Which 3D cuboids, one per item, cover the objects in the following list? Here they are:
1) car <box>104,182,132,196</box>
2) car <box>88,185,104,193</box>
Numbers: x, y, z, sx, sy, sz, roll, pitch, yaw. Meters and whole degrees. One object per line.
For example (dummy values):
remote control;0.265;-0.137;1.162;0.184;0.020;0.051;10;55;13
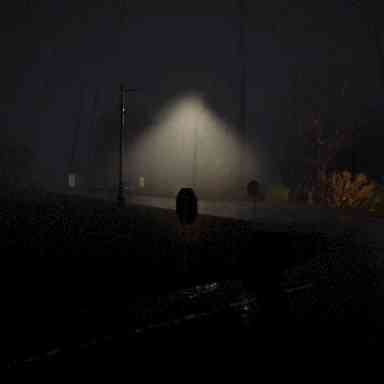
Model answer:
car;-11.208;-0.475;51.542;2.150;2.045;5.566;0;2;-35
car;-17.225;-0.554;60.026;1.882;1.535;5.008;0;2;-35
